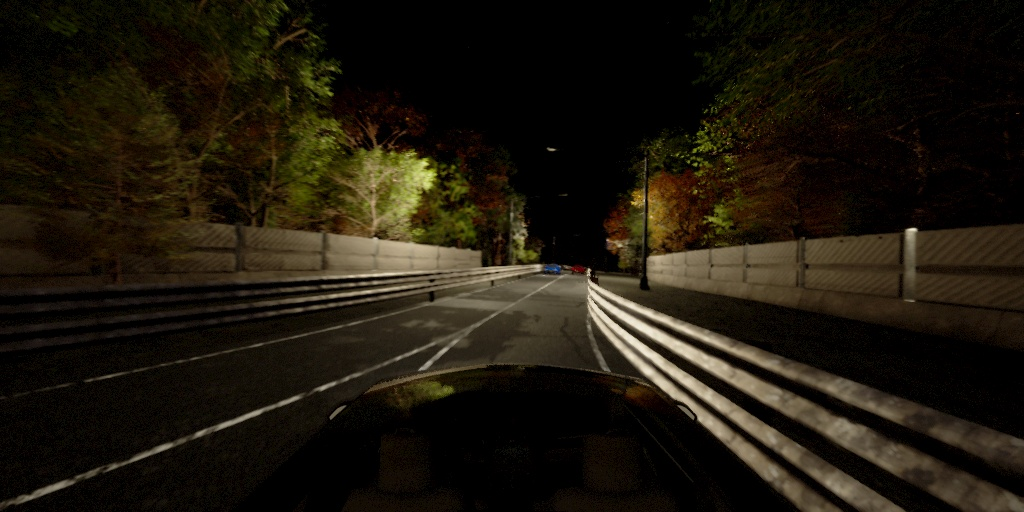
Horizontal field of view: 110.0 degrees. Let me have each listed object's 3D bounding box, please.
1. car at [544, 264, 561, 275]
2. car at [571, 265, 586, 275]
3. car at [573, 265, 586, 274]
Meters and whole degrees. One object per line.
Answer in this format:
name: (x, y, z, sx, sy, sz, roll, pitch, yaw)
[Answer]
car: (5.652, 1.847, 49.792, 1.882, 1.535, 5.008, 2, -1, 13)
car: (9.838, 2.075, 53.541, 1.812, 1.442, 4.674, 2, -1, 12)
car: (11.929, 2.351, 63.276, 1.994, 1.385, 4.181, 2, -1, 12)
